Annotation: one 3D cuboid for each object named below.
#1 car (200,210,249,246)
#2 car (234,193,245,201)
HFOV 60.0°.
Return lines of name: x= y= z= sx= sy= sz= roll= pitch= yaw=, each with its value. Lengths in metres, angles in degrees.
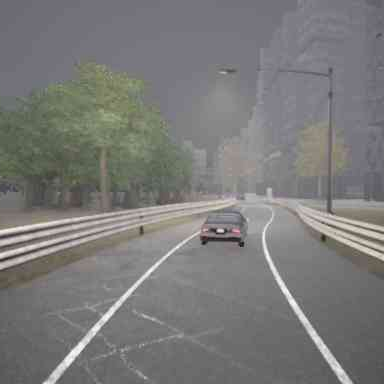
car: x=1.600 y=1.554 z=15.418 sx=2.033 sy=1.411 sz=5.357 roll=0 pitch=0 yaw=11
car: x=11.466 y=1.184 z=80.913 sx=2.150 sy=2.045 sz=5.566 roll=0 pitch=0 yaw=-4
